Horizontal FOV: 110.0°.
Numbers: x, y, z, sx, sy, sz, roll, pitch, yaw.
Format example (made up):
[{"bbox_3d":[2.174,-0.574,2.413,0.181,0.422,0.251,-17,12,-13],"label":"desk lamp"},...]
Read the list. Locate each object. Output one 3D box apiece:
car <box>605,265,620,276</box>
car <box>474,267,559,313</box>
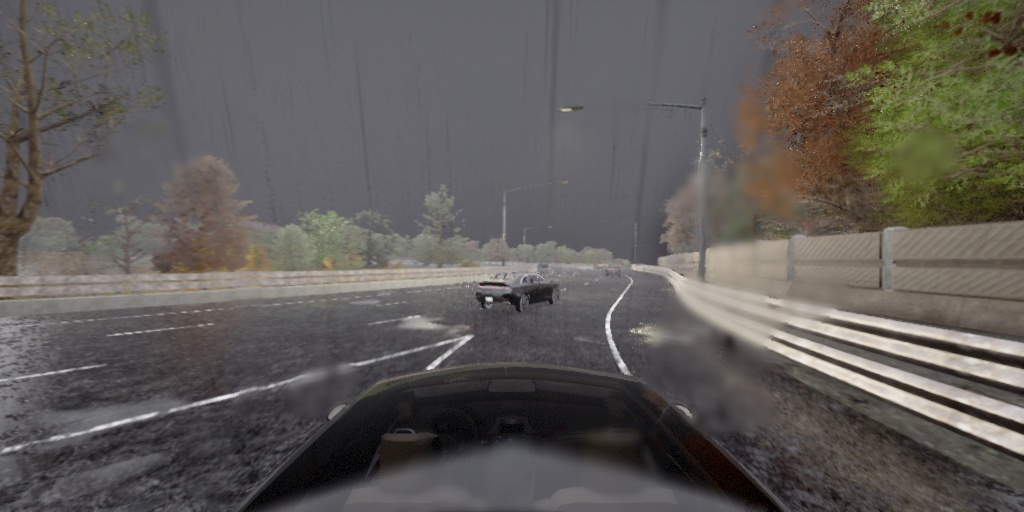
[{"bbox_3d":[13.695,1.948,48.949,2.128,1.511,4.902,1,-1,12],"label":"car"},{"bbox_3d":[0.390,1.400,15.152,2.128,1.511,4.902,0,-1,31],"label":"car"}]
